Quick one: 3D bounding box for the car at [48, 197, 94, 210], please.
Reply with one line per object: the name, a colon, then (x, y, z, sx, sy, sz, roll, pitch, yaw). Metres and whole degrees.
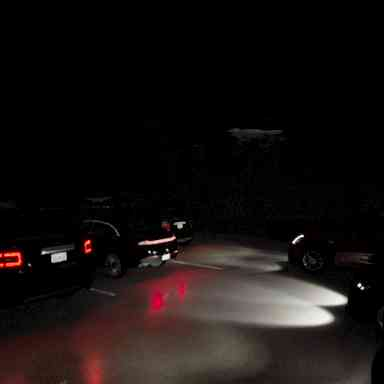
car: (-15.635, 1.441, 43.170, 2.033, 1.411, 5.357, 0, 0, 40)

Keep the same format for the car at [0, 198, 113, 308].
car: (-4.530, 1.218, 7.213, 5.566, 2.045, 2.150, 0, 0, 33)

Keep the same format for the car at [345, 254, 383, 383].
car: (3.575, 1.475, 1.437, 5.008, 1.535, 1.882, 0, 0, 35)

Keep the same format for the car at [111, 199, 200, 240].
car: (-2.185, 1.348, 14.108, 4.553, 1.767, 2.097, 0, 0, 35)

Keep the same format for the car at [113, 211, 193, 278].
car: (-2.645, 1.488, 10.139, 4.902, 1.511, 2.128, 0, 0, 36)

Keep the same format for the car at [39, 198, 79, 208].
car: (-18.132, 1.479, 45.540, 1.895, 1.301, 4.718, 0, 0, 43)

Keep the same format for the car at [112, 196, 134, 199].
car: (-11.408, 1.363, 52.104, 5.008, 1.535, 1.882, 0, 0, -41)

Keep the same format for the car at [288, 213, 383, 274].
car: (5.001, 1.352, 9.025, 4.553, 1.767, 2.097, 0, 0, 36)

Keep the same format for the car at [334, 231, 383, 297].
car: (4.627, 1.564, 4.981, 4.181, 1.385, 1.994, 0, 0, 36)
